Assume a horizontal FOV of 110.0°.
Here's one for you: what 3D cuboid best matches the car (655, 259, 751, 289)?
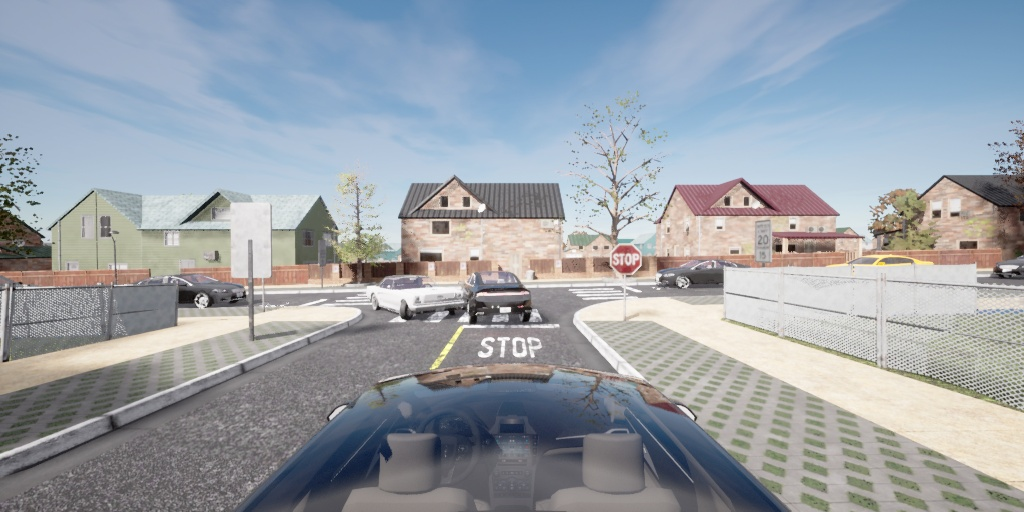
[{"bbox_3d":[10.331,0.926,19.437,4.902,1.511,2.128,-1,1,0],"label":"car"}]

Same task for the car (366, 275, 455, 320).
[{"bbox_3d":[-3.602,1.368,12.887,1.895,1.301,4.718,0,0,-38],"label":"car"}]

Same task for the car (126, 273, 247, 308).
[{"bbox_3d":[-14.902,1.566,16.383,4.902,1.511,2.128,-1,1,0],"label":"car"}]

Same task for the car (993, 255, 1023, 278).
[{"bbox_3d":[29.386,0.478,19.511,4.902,1.511,2.128,-1,1,0],"label":"car"}]

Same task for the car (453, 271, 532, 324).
[{"bbox_3d":[-0.685,1.242,12.028,2.128,1.511,4.902,0,0,-12],"label":"car"}]

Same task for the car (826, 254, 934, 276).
[{"bbox_3d":[19.761,0.690,19.474,5.008,1.535,1.882,-1,1,-1],"label":"car"}]

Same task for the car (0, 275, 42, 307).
[{"bbox_3d":[-24.239,1.648,16.342,4.553,1.767,2.097,-1,1,0],"label":"car"}]
